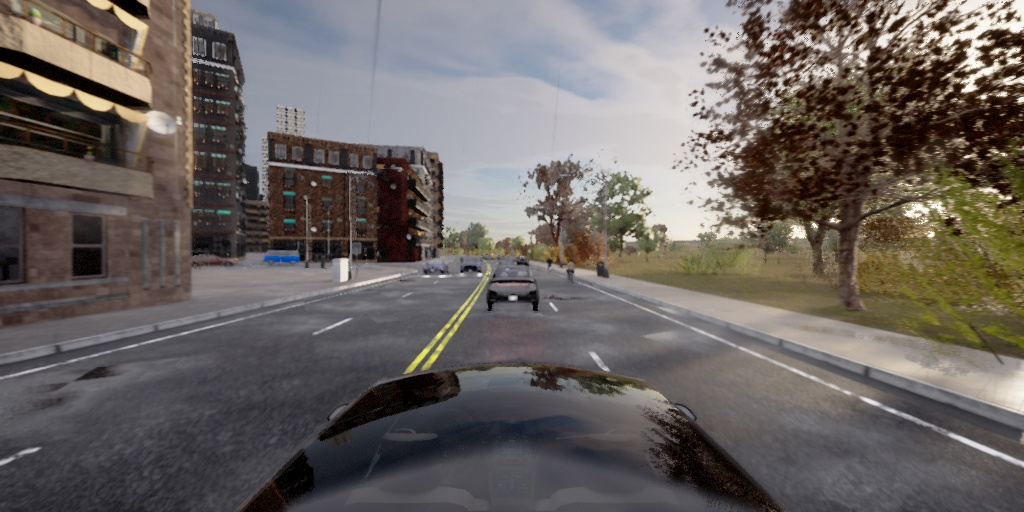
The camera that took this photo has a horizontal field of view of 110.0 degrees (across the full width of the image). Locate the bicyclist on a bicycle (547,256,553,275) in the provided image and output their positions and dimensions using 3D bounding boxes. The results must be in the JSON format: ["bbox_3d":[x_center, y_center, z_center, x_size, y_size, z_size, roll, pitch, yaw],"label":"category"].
[{"bbox_3d":[3.500,0.855,33.376,0.659,1.776,1.843,0,1,-2],"label":"bicyclist on a bicycle"}]

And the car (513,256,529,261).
[{"bbox_3d":[1.461,0.797,54.780,1.837,1.490,4.892,0,1,-4],"label":"car"}]

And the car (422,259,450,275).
[{"bbox_3d":[-7.202,0.985,34.379,1.812,1.442,4.674,0,0,-2],"label":"car"}]

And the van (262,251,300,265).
[{"bbox_3d":[-28.977,0.225,45.218,3.998,1.789,1.690,0,0,-32],"label":"van"}]

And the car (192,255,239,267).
[{"bbox_3d":[-29.381,0.530,35.071,4.207,1.307,1.802,0,0,-32],"label":"car"}]

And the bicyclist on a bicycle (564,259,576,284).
[{"bbox_3d":[3.872,1.007,23.738,0.866,1.612,1.509,0,1,-2],"label":"bicyclist on a bicycle"}]

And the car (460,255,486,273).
[{"bbox_3d":[-4.039,0.798,36.378,2.097,1.767,4.553,0,1,-2],"label":"car"}]

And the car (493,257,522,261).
[{"bbox_3d":[-0.494,1.055,31.975,1.994,1.385,4.181,0,1,-2],"label":"car"}]

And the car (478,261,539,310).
[{"bbox_3d":[0.002,1.138,14.086,2.128,1.511,4.902,0,0,-1],"label":"car"}]
